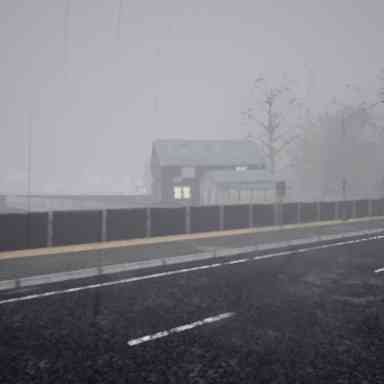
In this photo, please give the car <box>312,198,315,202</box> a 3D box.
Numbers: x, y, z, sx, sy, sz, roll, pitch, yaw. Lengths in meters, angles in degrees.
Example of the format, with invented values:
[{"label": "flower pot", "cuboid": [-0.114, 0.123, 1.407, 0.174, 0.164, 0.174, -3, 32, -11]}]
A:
[{"label": "car", "cuboid": [17.674, 1.152, 53.655, 1.895, 1.301, 4.718, -2, 1, -14]}]
